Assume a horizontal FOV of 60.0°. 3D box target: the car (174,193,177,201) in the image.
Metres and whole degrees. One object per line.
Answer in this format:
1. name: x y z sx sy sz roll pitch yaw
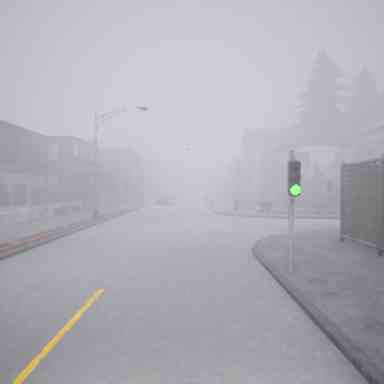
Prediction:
1. car: -3.854 0.915 61.581 1.837 1.490 4.892 0 0 1

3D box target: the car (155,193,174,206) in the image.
1. car: -3.948 1.109 45.610 2.033 1.411 5.357 0 1 0
